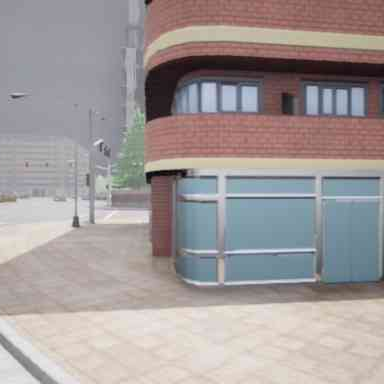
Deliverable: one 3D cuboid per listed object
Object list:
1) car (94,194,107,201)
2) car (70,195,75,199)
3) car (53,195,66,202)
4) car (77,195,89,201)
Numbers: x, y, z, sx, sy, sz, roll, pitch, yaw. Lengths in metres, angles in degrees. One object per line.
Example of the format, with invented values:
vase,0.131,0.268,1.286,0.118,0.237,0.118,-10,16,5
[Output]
car,-22.963,1.452,83.686,1.812,1.442,4.674,0,0,-8
car,-30.456,1.442,86.785,1.812,1.442,4.674,0,0,-8
car,-28.300,1.469,71.139,2.128,1.511,4.902,0,0,-8
car,-26.387,1.469,82.899,2.033,1.411,5.357,0,0,-8
